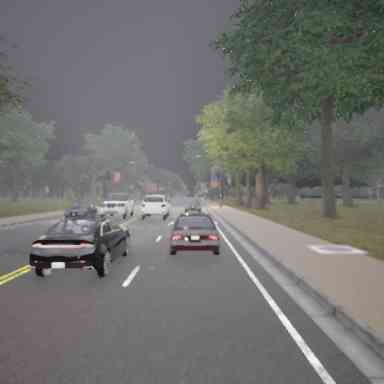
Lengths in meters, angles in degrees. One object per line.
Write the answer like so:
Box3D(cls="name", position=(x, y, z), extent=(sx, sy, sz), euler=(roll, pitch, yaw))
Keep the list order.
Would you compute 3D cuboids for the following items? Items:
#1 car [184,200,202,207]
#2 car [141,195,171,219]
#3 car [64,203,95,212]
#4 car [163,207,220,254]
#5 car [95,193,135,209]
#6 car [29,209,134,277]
Box3D(cls="car", position=(0.109, 1.661, 38.203), extent=(2.033, 1.411, 5.357), euler=(0, 0, 0))
Box3D(cls="car", position=(-3.143, 1.292, 29.689), extent=(2.150, 2.045, 5.566), euler=(0, 0, 0))
Box3D(cls="car", position=(-9.743, 1.671, 29.371), extent=(1.994, 1.385, 4.181), euler=(0, 0, 0))
Box3D(cls="car", position=(0.104, 1.572, 13.537), extent=(2.033, 1.411, 5.357), euler=(0, 0, 0))
Box3D(cls="car", position=(-6.493, 1.100, 29.343), extent=(2.150, 2.045, 5.566), euler=(0, 0, 0))
Box3D(cls="car", position=(-3.146, 1.509, 10.240), extent=(2.128, 1.511, 4.902), euler=(0, 0, 0))
